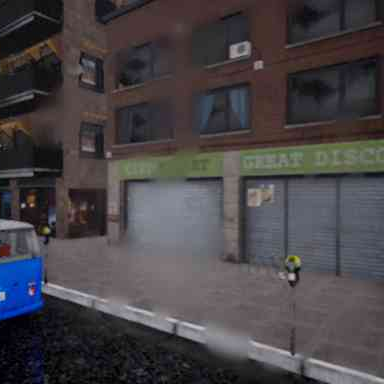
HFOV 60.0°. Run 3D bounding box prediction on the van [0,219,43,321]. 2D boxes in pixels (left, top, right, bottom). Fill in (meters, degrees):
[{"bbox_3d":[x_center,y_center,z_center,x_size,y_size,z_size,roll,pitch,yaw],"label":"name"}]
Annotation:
[{"bbox_3d":[-4.398,1.330,6.012,3.998,1.788,1.690,0,0,36],"label":"van"}]
